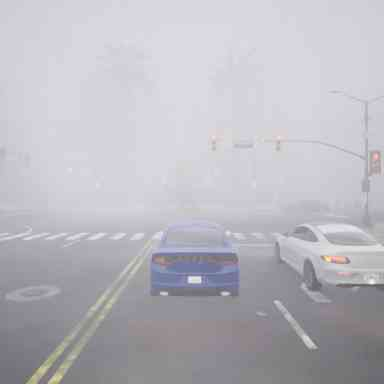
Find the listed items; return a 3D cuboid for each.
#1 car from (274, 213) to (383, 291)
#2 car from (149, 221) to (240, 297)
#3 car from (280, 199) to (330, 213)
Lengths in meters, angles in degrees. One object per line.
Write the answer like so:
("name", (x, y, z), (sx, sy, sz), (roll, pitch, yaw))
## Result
("car", (3.563, 1.526, 8.901), (1.812, 1.442, 4.674), (0, 0, 0))
("car", (0.062, 1.478, 8.650), (1.882, 1.535, 5.008), (0, 0, 0))
("car", (11.530, 1.505, 34.134), (4.892, 1.490, 1.837), (0, 0, 0))
